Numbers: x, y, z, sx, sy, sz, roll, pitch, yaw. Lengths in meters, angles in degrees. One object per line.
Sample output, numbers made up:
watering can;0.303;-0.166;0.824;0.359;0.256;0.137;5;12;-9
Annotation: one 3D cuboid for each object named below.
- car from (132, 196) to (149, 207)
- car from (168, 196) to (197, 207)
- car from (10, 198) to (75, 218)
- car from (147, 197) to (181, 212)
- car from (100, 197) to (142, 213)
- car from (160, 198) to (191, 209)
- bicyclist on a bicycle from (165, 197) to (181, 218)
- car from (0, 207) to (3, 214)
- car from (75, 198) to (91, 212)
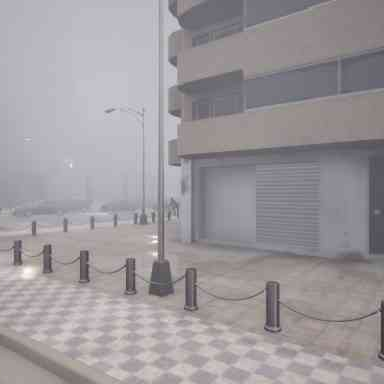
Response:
car;-7.229;1.296;43.247;2.097;1.767;4.553;0;0;36
car;-1.371;1.449;51.296;1.837;1.490;4.892;0;0;36
car;-13.202;1.436;29.059;2.128;1.511;4.902;0;0;36
car;-2.506;1.470;37.506;1.812;1.442;4.674;0;0;36
car;-7.969;1.508;36.275;1.994;1.385;4.181;0;0;36
car;-2.111;1.508;44.344;1.994;1.385;4.181;0;0;36
bicyclist on a bicycle;-1.503;1.246;26.483;1.656;1.620;0.582;0;0;36
car;-18.581;1.545;27.626;1.895;1.301;4.718;0;0;36
car;-13.097;1.449;35.165;1.837;1.490;4.892;0;0;36
